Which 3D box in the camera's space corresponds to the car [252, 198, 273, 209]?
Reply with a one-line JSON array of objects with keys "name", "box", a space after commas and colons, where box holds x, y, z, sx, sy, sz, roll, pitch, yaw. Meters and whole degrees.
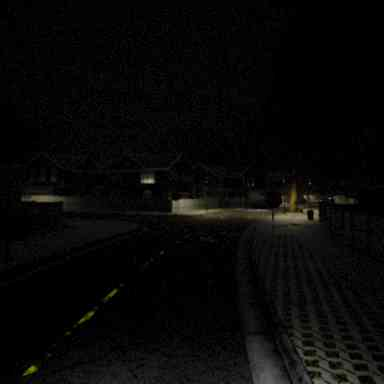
[{"name": "car", "box": [10.028, 1.576, 46.354, 1.882, 1.535, 5.008, 0, 0, 32]}]

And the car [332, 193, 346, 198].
[{"name": "car", "box": [31.495, 1.301, 71.321, 2.150, 2.045, 5.566, 0, 0, 37]}]

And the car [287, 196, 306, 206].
[{"name": "car", "box": [18.469, 1.458, 58.520, 2.097, 1.767, 4.553, 0, 0, 37]}]

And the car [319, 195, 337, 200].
[{"name": "car", "box": [25.519, 1.695, 63.304, 1.895, 1.301, 4.718, 0, 0, 37]}]
